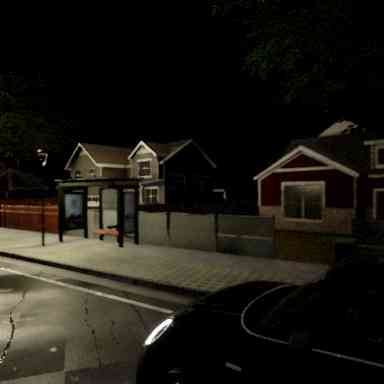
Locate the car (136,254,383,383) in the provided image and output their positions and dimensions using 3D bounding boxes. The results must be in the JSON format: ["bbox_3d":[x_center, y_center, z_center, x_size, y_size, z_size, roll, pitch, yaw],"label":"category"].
[{"bbox_3d":[1.660,1.354,2.808,4.553,1.767,2.097,0,0,35],"label":"car"}]
